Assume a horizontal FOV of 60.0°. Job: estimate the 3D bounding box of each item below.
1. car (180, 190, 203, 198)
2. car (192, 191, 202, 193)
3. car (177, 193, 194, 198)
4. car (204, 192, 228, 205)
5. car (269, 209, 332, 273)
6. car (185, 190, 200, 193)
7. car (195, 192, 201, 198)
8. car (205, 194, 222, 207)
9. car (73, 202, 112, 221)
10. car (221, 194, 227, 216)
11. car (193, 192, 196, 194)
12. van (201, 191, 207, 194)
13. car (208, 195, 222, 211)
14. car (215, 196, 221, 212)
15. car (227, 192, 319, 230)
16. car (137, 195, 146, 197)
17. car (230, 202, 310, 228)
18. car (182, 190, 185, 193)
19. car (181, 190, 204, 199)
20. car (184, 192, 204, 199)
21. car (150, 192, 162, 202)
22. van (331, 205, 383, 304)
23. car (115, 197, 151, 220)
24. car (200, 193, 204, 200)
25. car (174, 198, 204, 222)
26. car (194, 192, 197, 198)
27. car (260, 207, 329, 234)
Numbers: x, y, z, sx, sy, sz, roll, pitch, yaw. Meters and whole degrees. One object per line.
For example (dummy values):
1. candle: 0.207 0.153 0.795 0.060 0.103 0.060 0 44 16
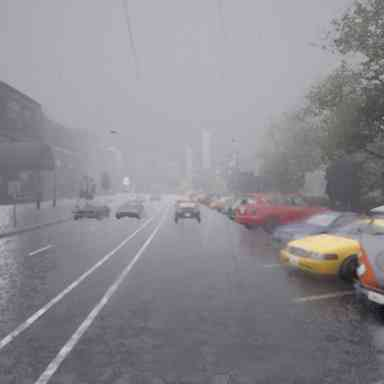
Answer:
1. car: -0.132 0.518 89.420 5.566 2.045 2.435 0 1 -27
2. car: 2.879 1.116 59.840 4.553 1.767 2.185 1 0 -25
3. car: -1.124 1.280 41.268 1.882 1.535 5.008 0 0 -3
4. car: 4.220 1.163 39.075 4.553 1.767 2.185 1 0 -23
5. car: 5.074 1.419 9.323 5.366 1.575 1.946 1 1 -21
6. car: 2.100 0.947 68.732 5.566 2.045 2.435 0 0 -26
7. car: 3.529 1.260 50.940 5.008 1.535 2.097 1 0 -24
8. car: 4.398 1.298 36.116 5.008 1.535 2.097 1 0 -23
9. car: -7.536 1.465 25.433 1.895 1.301 4.718 0 0 -2
10. car: 4.868 1.219 24.233 4.553 1.767 2.185 1 0 -22
11. car: 3.253 1.247 56.949 5.366 1.575 1.946 1 0 -25
12. van: 4.018 1.048 45.067 4.442 1.987 1.878 1 0 -24
13. car: 4.517 1.338 33.135 4.792 1.488 2.163 1 0 -23
14. car: 4.802 1.333 27.207 4.892 1.521 2.231 1 0 -22
15. car: 5.103 1.123 18.315 5.566 2.045 2.435 1 0 -22
16. car: -10.025 1.256 66.093 2.128 1.511 4.902 0 0 -5
17. car: 4.995 1.399 21.269 4.674 1.452 2.002 1 1 -22
18. car: 1.168 0.817 77.575 5.566 2.045 2.435 0 2 -26
19. car: 0.175 0.599 86.434 5.566 2.045 2.435 0 2 -27
20. car: 0.567 0.804 83.518 4.553 1.767 2.185 0 2 -27
21. car: -7.282 1.020 66.903 2.150 2.045 5.566 0 1 -5
22. van: 5.176 1.216 6.375 4.442 1.987 1.878 1 1 -21
23. car: -4.769 1.404 26.492 2.033 1.411 5.357 0 0 -2
24. car: 4.094 1.280 42.046 5.008 1.535 2.097 1 0 -23
25. car: -0.366 1.386 24.812 1.812 1.442 4.674 0 0 -2
26. car: 3.300 1.253 53.909 5.008 1.535 2.097 1 0 -24
27. car: 5.202 1.447 12.361 4.674 1.452 2.002 1 1 -21
